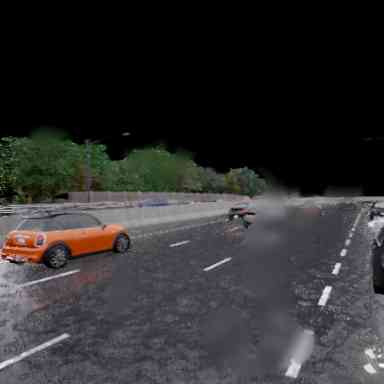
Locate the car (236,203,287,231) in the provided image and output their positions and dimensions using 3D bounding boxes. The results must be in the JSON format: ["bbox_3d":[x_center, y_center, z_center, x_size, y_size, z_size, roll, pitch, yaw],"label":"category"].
[{"bbox_3d":[4.920,1.657,22.014,2.128,1.511,4.902,-1,0,28],"label":"car"}]

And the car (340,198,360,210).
[{"bbox_3d":[22.579,1.598,47.906,2.097,1.767,4.553,-1,-1,28],"label":"car"}]

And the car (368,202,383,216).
[{"bbox_3d":[16.594,1.594,29.029,1.812,1.442,4.674,-1,-1,28],"label":"car"}]

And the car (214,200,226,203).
[{"bbox_3d":[5.980,2.297,68.828,1.812,1.442,4.674,-1,-1,28],"label":"car"}]

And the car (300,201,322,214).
[{"bbox_3d":[13.968,1.772,38.977,1.994,1.385,4.181,-1,-1,28],"label":"car"}]

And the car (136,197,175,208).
[{"bbox_3d":[-4.847,1.684,41.313,2.150,2.045,5.566,-1,-1,28],"label":"car"}]

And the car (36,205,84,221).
[{"bbox_3d":[-13.099,2.068,33.266,1.994,1.385,4.181,-1,-1,28],"label":"car"}]

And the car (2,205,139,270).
[{"bbox_3d":[-4.286,1.544,12.191,2.097,1.767,4.553,-1,-1,28],"label":"car"}]

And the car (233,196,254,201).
[{"bbox_3d":[8.713,1.785,59.188,2.150,2.045,5.566,-1,-1,29],"label":"car"}]

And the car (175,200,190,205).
[{"bbox_3d":[-2.095,2.200,61.234,1.837,1.490,4.892,-1,-1,29],"label":"car"}]

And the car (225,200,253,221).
[{"bbox_3d":[4.721,1.732,29.079,1.837,1.490,4.892,-1,0,28],"label":"car"}]

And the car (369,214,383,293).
[{"bbox_3d":[5.598,1.534,8.412,1.837,1.490,4.892,-1,-1,28],"label":"car"}]
